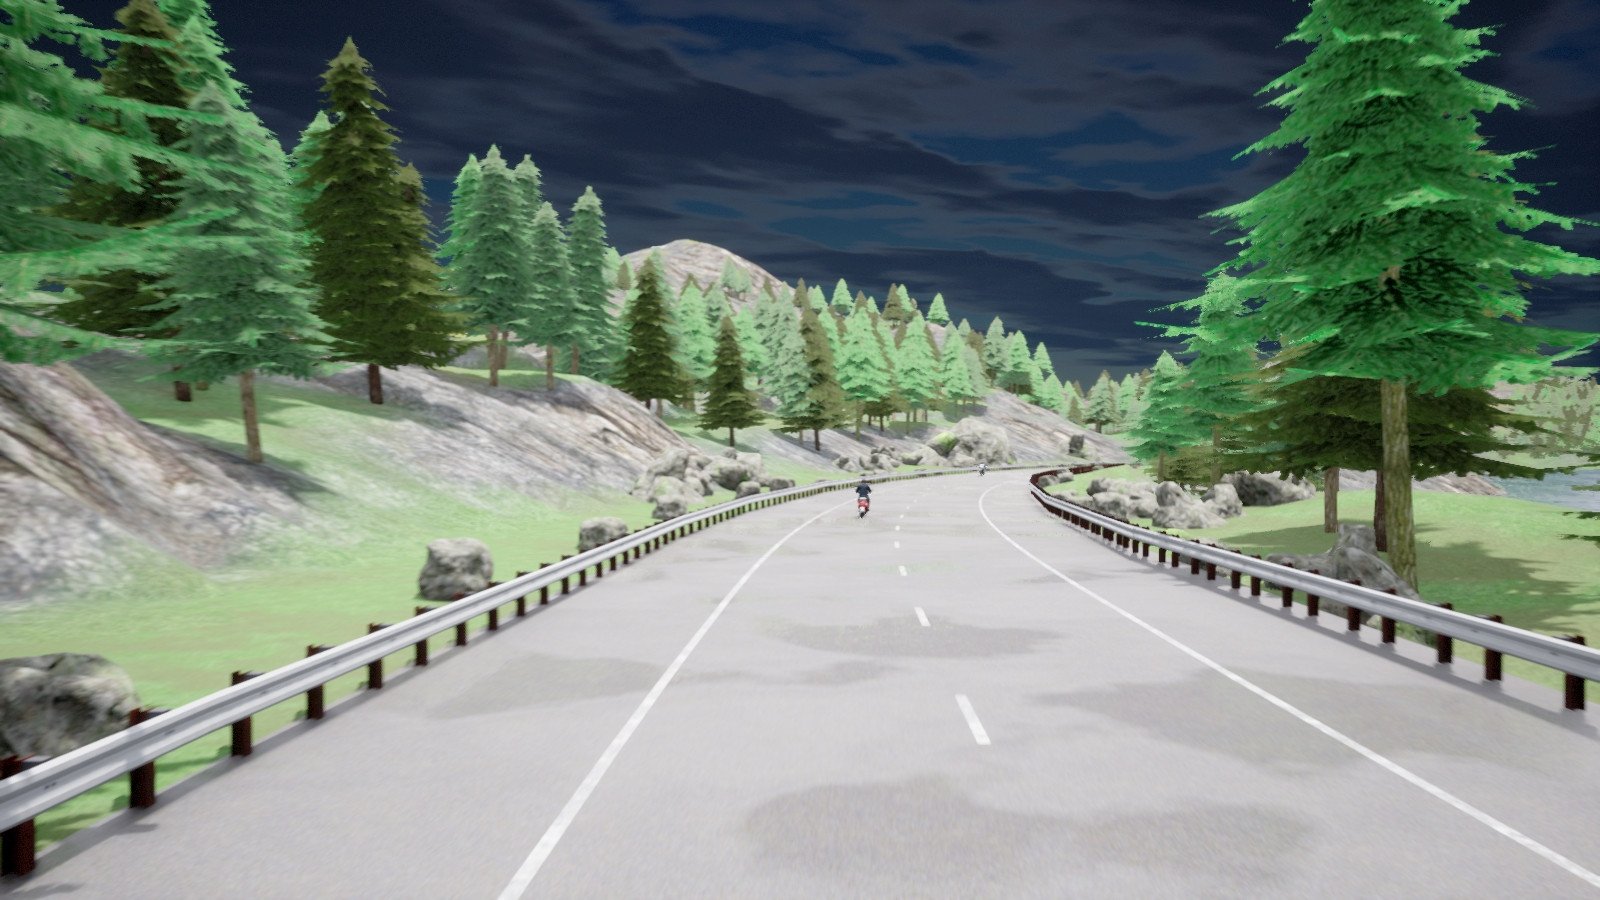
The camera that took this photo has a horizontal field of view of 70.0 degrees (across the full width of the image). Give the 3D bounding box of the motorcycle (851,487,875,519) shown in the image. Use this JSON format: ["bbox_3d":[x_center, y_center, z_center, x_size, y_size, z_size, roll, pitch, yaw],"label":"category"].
[{"bbox_3d":[2.646,2.183,47.589,0.856,1.236,1.805,1,0,8],"label":"motorcycle"}]
